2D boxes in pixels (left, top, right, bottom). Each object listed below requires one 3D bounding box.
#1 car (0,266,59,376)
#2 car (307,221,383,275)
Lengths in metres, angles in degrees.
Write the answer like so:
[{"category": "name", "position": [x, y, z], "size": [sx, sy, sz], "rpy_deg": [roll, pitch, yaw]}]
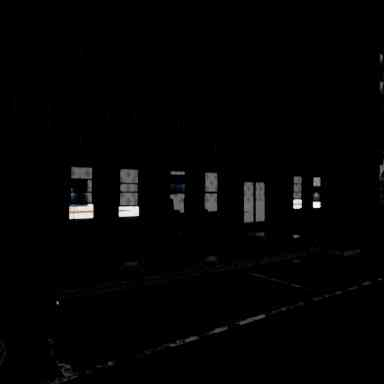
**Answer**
[{"category": "car", "position": [-3.886, 1.551, 3.789], "size": [4.403, 1.369, 2.008], "rpy_deg": [0, 0, -36]}, {"category": "car", "position": [5.381, 1.581, 10.402], "size": [4.206, 1.307, 1.802], "rpy_deg": [0, 0, -36]}]
